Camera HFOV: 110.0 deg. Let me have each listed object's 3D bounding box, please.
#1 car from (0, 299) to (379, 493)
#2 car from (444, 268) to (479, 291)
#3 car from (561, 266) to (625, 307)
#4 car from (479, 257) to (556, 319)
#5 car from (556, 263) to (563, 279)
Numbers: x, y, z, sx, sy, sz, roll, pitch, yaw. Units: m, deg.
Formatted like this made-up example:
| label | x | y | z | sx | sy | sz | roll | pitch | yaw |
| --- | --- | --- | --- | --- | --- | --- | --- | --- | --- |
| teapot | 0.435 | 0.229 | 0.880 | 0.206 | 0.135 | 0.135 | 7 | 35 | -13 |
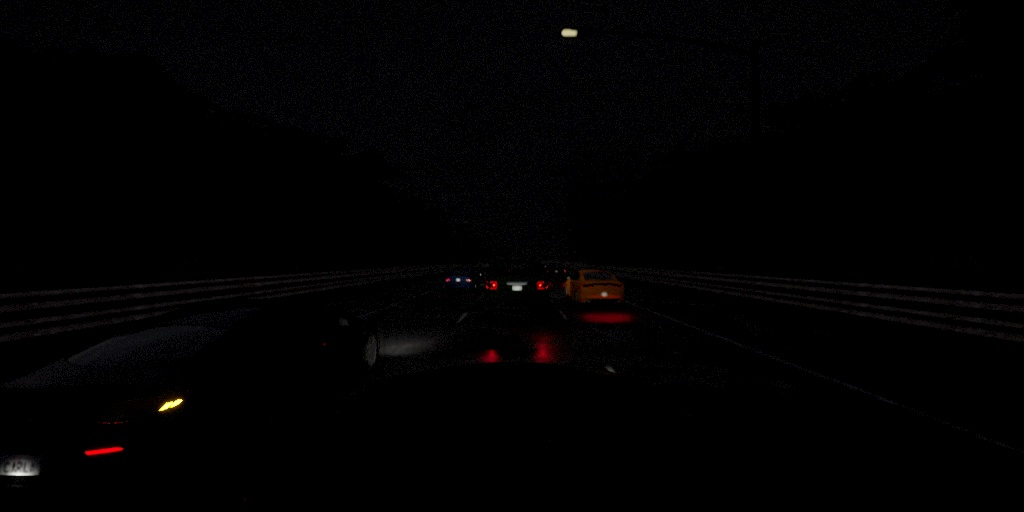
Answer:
| label | x | y | z | sx | sy | sz | roll | pitch | yaw |
| --- | --- | --- | --- | --- | --- | --- | --- | --- | --- |
| car | -3.390 | 1.300 | 4.785 | 1.812 | 1.442 | 4.674 | 0 | -1 | 0 |
| car | -3.138 | 1.503 | 23.766 | 2.033 | 1.411 | 5.357 | 0 | -1 | 1 |
| car | 3.624 | 1.361 | 16.398 | 1.882 | 1.535 | 5.008 | 0 | -1 | 1 |
| car | 0.186 | 1.076 | 13.462 | 2.150 | 2.045 | 5.566 | 0 | 0 | 1 |
| car | 4.063 | 1.435 | 34.328 | 2.097 | 1.767 | 4.553 | 0 | -1 | 2 |
